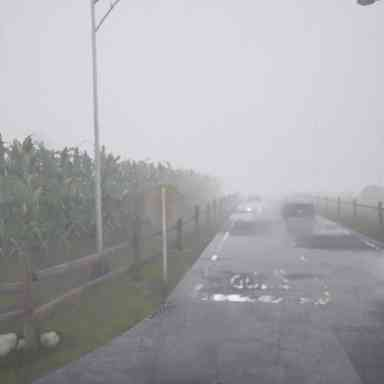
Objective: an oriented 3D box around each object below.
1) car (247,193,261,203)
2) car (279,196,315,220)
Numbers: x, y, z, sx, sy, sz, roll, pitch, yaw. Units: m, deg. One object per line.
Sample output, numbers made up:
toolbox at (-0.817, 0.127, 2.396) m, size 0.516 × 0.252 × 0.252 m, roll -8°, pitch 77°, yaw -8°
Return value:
car at (8.664, 0.849, 46.234) m, size 1.895 × 1.301 × 4.718 m, roll -1°, pitch 1°, yaw 10°
car at (7.164, 1.038, 23.004) m, size 1.882 × 1.535 × 5.008 m, roll -1°, pitch 1°, yaw 11°
